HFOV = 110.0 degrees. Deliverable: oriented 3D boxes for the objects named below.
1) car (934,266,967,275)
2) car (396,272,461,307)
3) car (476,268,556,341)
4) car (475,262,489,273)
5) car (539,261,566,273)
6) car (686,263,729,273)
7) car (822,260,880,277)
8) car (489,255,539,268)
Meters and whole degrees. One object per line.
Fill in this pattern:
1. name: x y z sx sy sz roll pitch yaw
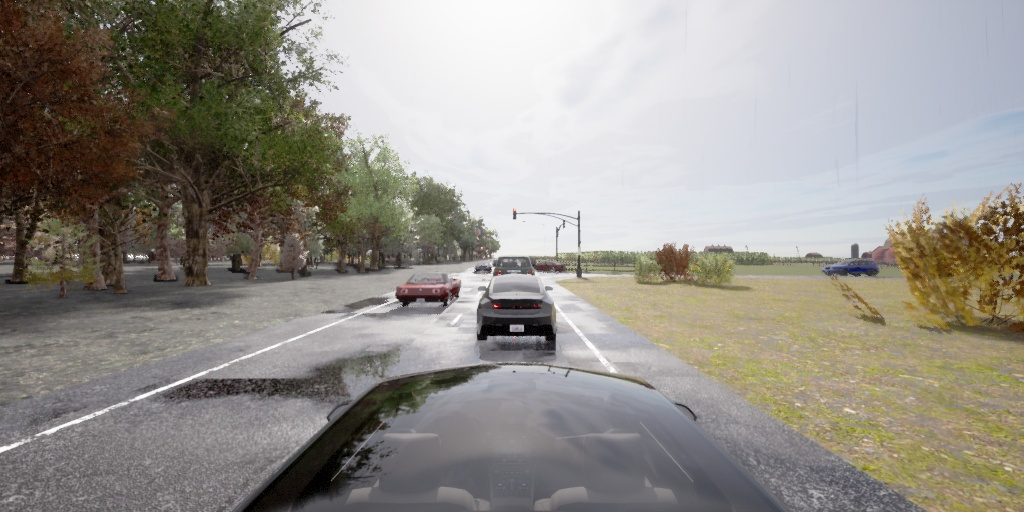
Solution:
1. car: 48.925 1.807 39.221 4.674 1.442 1.812 1 -1 0
2. car: -3.402 1.354 15.581 1.895 1.301 4.718 0 0 0
3. car: 0.099 1.257 9.881 1.837 1.490 4.892 0 0 0
4. car: -3.408 1.358 43.844 1.895 1.301 4.718 0 0 0
5. car: 4.529 1.337 46.313 5.008 1.535 1.882 2 2 36
6. car: 23.477 1.570 42.931 4.892 1.490 1.837 1 -1 0
7. car: 40.433 1.470 42.853 5.566 2.045 2.150 0 -1 0
8. car: 0.099 0.976 19.797 2.150 2.045 5.566 0 0 0
